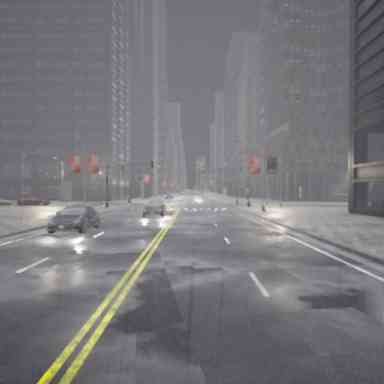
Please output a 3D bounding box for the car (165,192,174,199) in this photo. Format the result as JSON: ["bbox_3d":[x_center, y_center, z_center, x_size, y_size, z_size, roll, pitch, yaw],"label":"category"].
[{"bbox_3d":[-6.499,1.420,94.823,1.994,1.385,4.181,0,0,0],"label":"car"}]

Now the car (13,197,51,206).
[{"bbox_3d":[-22.779,1.394,48.058,4.507,1.381,1.887,0,0,0],"label":"car"}]

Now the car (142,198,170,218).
[{"bbox_3d":[-3.331,1.517,30.197,1.812,1.442,4.674,0,0,0],"label":"car"}]

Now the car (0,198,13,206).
[{"bbox_3d":[-28.234,1.331,48.026,4.829,1.417,1.752,0,0,0],"label":"car"}]

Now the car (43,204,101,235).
[{"bbox_3d":[-6.598,1.521,19.131,1.812,1.442,4.674,0,0,0],"label":"car"}]
